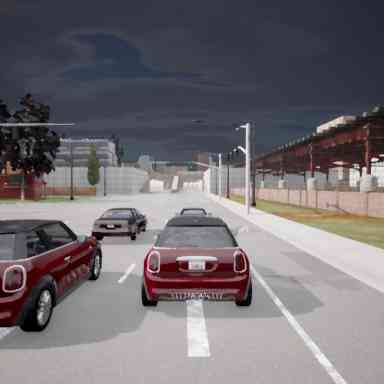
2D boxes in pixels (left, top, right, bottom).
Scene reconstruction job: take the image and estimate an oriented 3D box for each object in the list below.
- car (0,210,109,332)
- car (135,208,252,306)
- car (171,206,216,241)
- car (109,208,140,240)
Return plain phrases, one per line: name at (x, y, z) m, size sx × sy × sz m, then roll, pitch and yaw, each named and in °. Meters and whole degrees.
car at (-3.410, 1.340, 6.974) m, size 2.097 × 1.767 × 4.553 m, roll 0°, pitch 0°, yaw 0°
car at (0.085, 1.335, 8.140) m, size 2.097 × 1.767 × 4.553 m, roll 0°, pitch 0°, yaw 0°
car at (0.070, 1.501, 17.043) m, size 1.994 × 1.385 × 4.181 m, roll 0°, pitch 0°, yaw 0°
car at (-3.430, 1.484, 16.566) m, size 2.033 × 1.411 × 5.357 m, roll 0°, pitch 0°, yaw 0°
